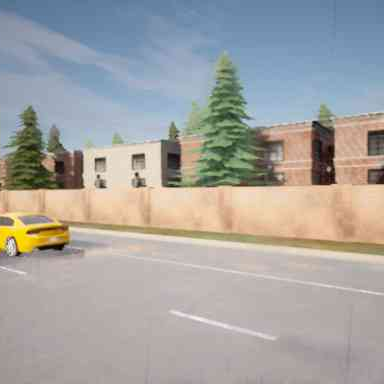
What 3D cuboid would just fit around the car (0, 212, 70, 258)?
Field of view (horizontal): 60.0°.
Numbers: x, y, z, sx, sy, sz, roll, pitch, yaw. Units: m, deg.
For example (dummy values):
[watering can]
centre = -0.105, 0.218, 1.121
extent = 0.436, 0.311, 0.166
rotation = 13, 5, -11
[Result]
[car]
centre = -6.936, 1.551, 13.246
extent = 5.008, 1.535, 1.882
rotation = 0, 0, 36
